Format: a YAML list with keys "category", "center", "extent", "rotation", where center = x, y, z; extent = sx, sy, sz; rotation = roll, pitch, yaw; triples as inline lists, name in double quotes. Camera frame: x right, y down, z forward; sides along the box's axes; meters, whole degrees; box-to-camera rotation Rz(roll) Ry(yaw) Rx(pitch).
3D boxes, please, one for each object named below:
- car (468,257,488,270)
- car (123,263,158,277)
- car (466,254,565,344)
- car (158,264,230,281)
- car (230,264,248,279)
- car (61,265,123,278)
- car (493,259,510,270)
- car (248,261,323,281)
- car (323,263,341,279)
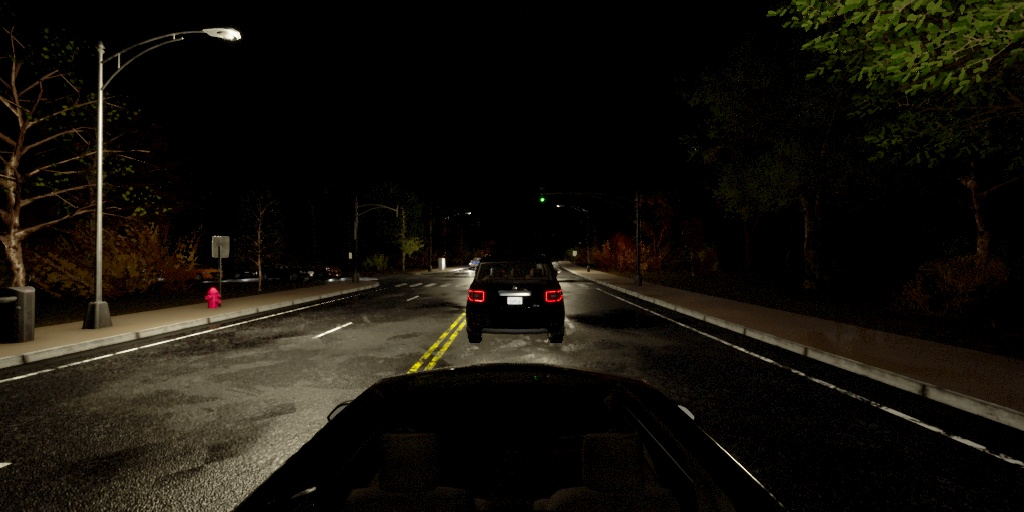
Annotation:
- category: "car"
  center: [-4.768, 1.055, 50.920]
  extent: [2.097, 1.767, 4.553]
  rotation: [0, 0, 4]
- category: "car"
  center: [-39.397, 1.477, 37.755]
  extent: [4.553, 1.767, 2.097]
  rotation: [-1, -1, 10]
- category: "car"
  center: [0.111, 0.972, 9.739]
  extent: [2.150, 2.045, 5.566]
  rotation: [0, 0, 1]
- category: "car"
  center: [-28.922, 1.462, 32.647]
  extent: [5.008, 1.535, 1.882]
  rotation: [-1, -1, 10]
- category: "car"
  center: [-27.793, 1.509, 35.752]
  extent: [4.892, 1.490, 1.837]
  rotation: [0, -1, 10]
- category: "car"
  center: [-41.091, 1.613, 34.749]
  extent: [4.892, 1.490, 1.837]
  rotation: [0, -1, 10]
- category: "car"
  center: [-1.451, 1.190, 51.990]
  extent: [2.128, 1.511, 4.902]
  rotation: [0, 0, 2]
- category: "car"
  center: [-19.561, 1.375, 31.041]
  extent: [4.902, 1.511, 2.128]
  rotation: [-1, -1, 10]
- category: "car"
  center: [-18.734, 1.260, 34.223]
  extent: [4.553, 1.767, 2.097]
  rotation: [-1, -1, 9]
